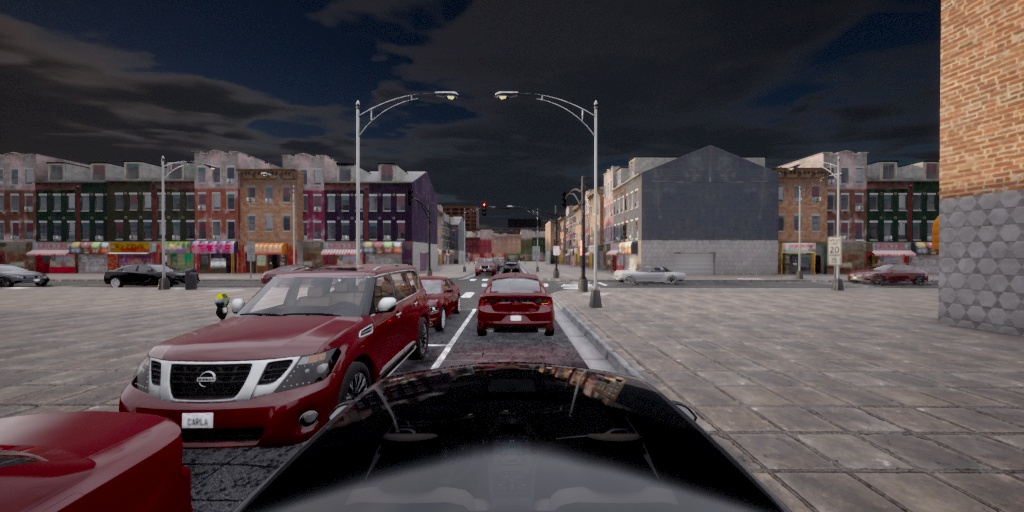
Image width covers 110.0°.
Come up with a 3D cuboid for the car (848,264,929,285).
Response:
[{"bbox_3d":[26.941,1.307,25.722,4.674,1.442,1.812,0,0,0],"label":"car"}]

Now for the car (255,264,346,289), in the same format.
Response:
[{"bbox_3d":[-13.352,1.278,22.860,4.674,1.442,1.812,0,0,-1],"label":"car"}]

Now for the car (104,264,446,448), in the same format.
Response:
[{"bbox_3d":[-2.641,1.064,5.529,2.192,1.841,5.009,0,0,0],"label":"car"}]

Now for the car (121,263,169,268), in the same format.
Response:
[{"bbox_3d":[-22.810,1.221,22.834,5.008,1.535,1.882,0,0,0],"label":"car"}]

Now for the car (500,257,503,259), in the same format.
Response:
[{"bbox_3d":[-2.666,1.081,48.226,2.192,1.841,5.009,0,0,0],"label":"car"}]

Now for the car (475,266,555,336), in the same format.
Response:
[{"bbox_3d":[0.091,1.227,10.427,1.882,1.535,5.008,0,0,0],"label":"car"}]

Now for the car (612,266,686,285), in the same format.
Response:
[{"bbox_3d":[9.732,1.357,25.744,4.718,1.301,1.895,0,0,0],"label":"car"}]

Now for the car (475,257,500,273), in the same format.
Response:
[{"bbox_3d":[-2.659,1.073,37.372,2.192,1.841,5.009,0,0,0],"label":"car"}]

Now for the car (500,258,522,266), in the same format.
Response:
[{"bbox_3d":[-0.017,1.265,40.758,1.837,1.490,4.892,0,0,1],"label":"car"}]

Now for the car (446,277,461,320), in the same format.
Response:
[{"bbox_3d":[-2.644,1.294,10.963,1.888,1.381,4.507,0,0,0],"label":"car"}]

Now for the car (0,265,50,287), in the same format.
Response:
[{"bbox_3d":[-32.607,1.266,22.845,4.674,1.442,1.812,0,0,0],"label":"car"}]
